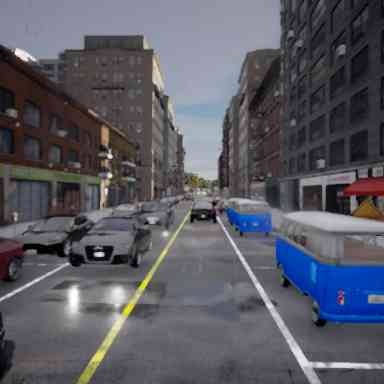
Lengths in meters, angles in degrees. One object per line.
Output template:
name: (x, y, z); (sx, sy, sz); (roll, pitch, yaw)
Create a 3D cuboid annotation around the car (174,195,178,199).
car: (-3.755, 1.525, 52.499); (2.008, 1.369, 4.403); (0, 0, 2)

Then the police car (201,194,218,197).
police car: (2.231, 1.442, 45.237); (1.930, 1.638, 5.238); (0, 0, 2)

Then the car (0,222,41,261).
car: (-5.199, 1.548, 7.063); (1.802, 1.307, 4.206); (0, 0, 2)

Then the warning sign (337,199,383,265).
warning sign: (5.234, 1.154, 10.014); (1.300, 1.860, 1.060); (0, 0, 2)

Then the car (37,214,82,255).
car: (-5.019, 1.533, 12.743); (1.947, 1.339, 4.313); (0, 0, 2)

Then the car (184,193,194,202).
car: (-0.448, 1.542, 73.540); (1.895, 1.301, 4.718); (0, 0, 2)

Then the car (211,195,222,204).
car: (4.627, 1.470, 63.603); (1.967, 1.590, 4.097); (0, 0, 2)

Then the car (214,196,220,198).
car: (3.910, 1.554, 41.055); (1.752, 1.417, 4.829); (0, 0, 2)

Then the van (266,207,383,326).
van: (2.823, 1.362, 6.808); (1.690, 1.788, 3.998); (0, 0, 2)

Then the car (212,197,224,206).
car: (4.446, 1.575, 57.924); (1.887, 1.381, 4.507); (0, 0, 2)

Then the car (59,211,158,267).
car: (-2.528, 1.549, 11.246); (1.994, 1.385, 4.181); (0, 0, 2)

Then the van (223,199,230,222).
van: (3.365, 1.367, 23.847); (1.690, 1.788, 3.998); (0, 0, 2)

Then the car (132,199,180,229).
car: (-2.183, 1.479, 21.671); (2.128, 1.511, 4.902); (0, 0, 2)

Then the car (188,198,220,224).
car: (0.866, 1.486, 25.160); (1.882, 1.535, 5.008); (0, 0, 2)

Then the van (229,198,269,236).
van: (3.184, 1.366, 18.167); (1.690, 1.788, 3.998); (0, 0, 2)

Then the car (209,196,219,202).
car: (4.987, 1.581, 74.962); (2.008, 1.369, 4.403); (0, 0, 2)

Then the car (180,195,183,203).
car: (-3.394, 1.541, 63.858); (1.947, 1.339, 4.313); (0, 0, 2)

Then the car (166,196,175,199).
car: (-3.936, 1.518, 46.819); (1.887, 1.381, 4.507); (0, 0, 2)

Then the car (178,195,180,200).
car: (-3.575, 1.519, 58.178); (1.887, 1.381, 4.507); (0, 0, 2)

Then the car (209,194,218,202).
car: (5.169, 1.345, 80.641); (2.192, 1.841, 5.009); (0, 0, 2)

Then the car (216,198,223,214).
car: (3.724, 1.609, 35.206); (1.802, 1.307, 4.206); (0, 0, 2)

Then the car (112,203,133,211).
car: (-4.658, 1.521, 24.101); (2.008, 1.369, 4.403); (0, 0, 2)

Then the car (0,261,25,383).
car: (-2.847, 1.528, 1.174); (2.033, 1.411, 5.357); (0, 0, 2)

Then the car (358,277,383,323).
car: (2.641, 1.570, 1.129); (2.008, 1.369, 4.403); (0, 0, 2)

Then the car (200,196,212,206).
car: (2.439, 1.499, 55.154); (1.882, 1.535, 5.008); (0, 0, 4)
